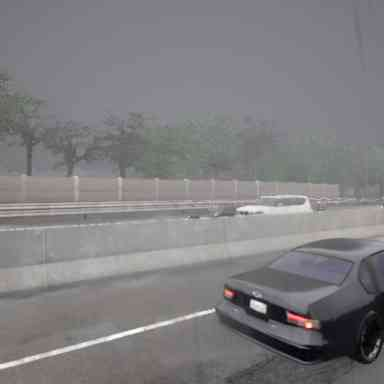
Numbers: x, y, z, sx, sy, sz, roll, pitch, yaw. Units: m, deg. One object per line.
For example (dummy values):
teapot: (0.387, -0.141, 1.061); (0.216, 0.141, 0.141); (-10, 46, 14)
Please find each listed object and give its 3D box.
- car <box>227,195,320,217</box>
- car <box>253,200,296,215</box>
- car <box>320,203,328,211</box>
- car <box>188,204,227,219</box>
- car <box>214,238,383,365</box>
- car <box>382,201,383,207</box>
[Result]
car: (5.111, 1.215, 20.496); (5.566, 2.045, 2.150); (0, 0, -35)
car: (8.683, 1.597, 34.987); (4.718, 1.301, 1.895); (0, 0, -38)
car: (11.484, 1.545, 33.556); (5.357, 1.411, 2.033); (0, 0, -35)
car: (2.277, 1.541, 22.782); (5.357, 1.411, 2.033); (0, 0, -35)
car: (2.912, 1.545, 5.817); (5.357, 1.411, 2.033); (0, 0, -35)
car: (31.446, 1.535, 51.749); (4.902, 1.511, 2.128); (0, 0, -34)
